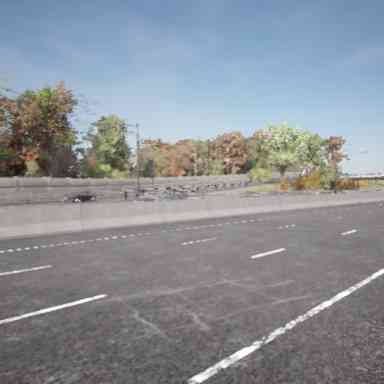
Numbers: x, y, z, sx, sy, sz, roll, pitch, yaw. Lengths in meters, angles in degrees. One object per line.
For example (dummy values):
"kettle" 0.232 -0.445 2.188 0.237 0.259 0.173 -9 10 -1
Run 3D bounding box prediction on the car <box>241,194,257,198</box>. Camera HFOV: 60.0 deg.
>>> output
"car" 9.317 0.954 50.007 4.718 1.301 1.895 -1 1 -44

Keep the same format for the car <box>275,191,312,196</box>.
"car" 13.631 0.866 44.443 5.008 1.535 1.882 0 0 -44

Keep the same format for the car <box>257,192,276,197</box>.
"car" 11.849 0.716 47.593 4.553 1.767 2.097 -1 1 -44

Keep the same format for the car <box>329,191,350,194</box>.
"car" 25.624 0.687 56.240 4.902 1.511 2.128 -1 1 -44

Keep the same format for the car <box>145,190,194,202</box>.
"car" -2.020 0.952 33.920 4.553 1.767 2.097 -1 1 -45

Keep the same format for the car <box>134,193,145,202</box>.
"car" -4.208 1.013 36.667 4.902 1.511 2.128 3 -1 -45

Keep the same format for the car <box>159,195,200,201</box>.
"car" -0.347 1.227 30.661 4.718 1.301 1.895 -1 1 -45

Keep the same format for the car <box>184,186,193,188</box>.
"car" -0.950 -0.505 72.376 1.812 1.442 4.674 0 3 25

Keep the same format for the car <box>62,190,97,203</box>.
"car" -13.985 0.574 41.530 1.837 1.490 4.892 0 1 24

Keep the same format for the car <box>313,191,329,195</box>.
"car" 24.050 0.669 59.584 4.892 1.490 1.837 -1 1 -44
